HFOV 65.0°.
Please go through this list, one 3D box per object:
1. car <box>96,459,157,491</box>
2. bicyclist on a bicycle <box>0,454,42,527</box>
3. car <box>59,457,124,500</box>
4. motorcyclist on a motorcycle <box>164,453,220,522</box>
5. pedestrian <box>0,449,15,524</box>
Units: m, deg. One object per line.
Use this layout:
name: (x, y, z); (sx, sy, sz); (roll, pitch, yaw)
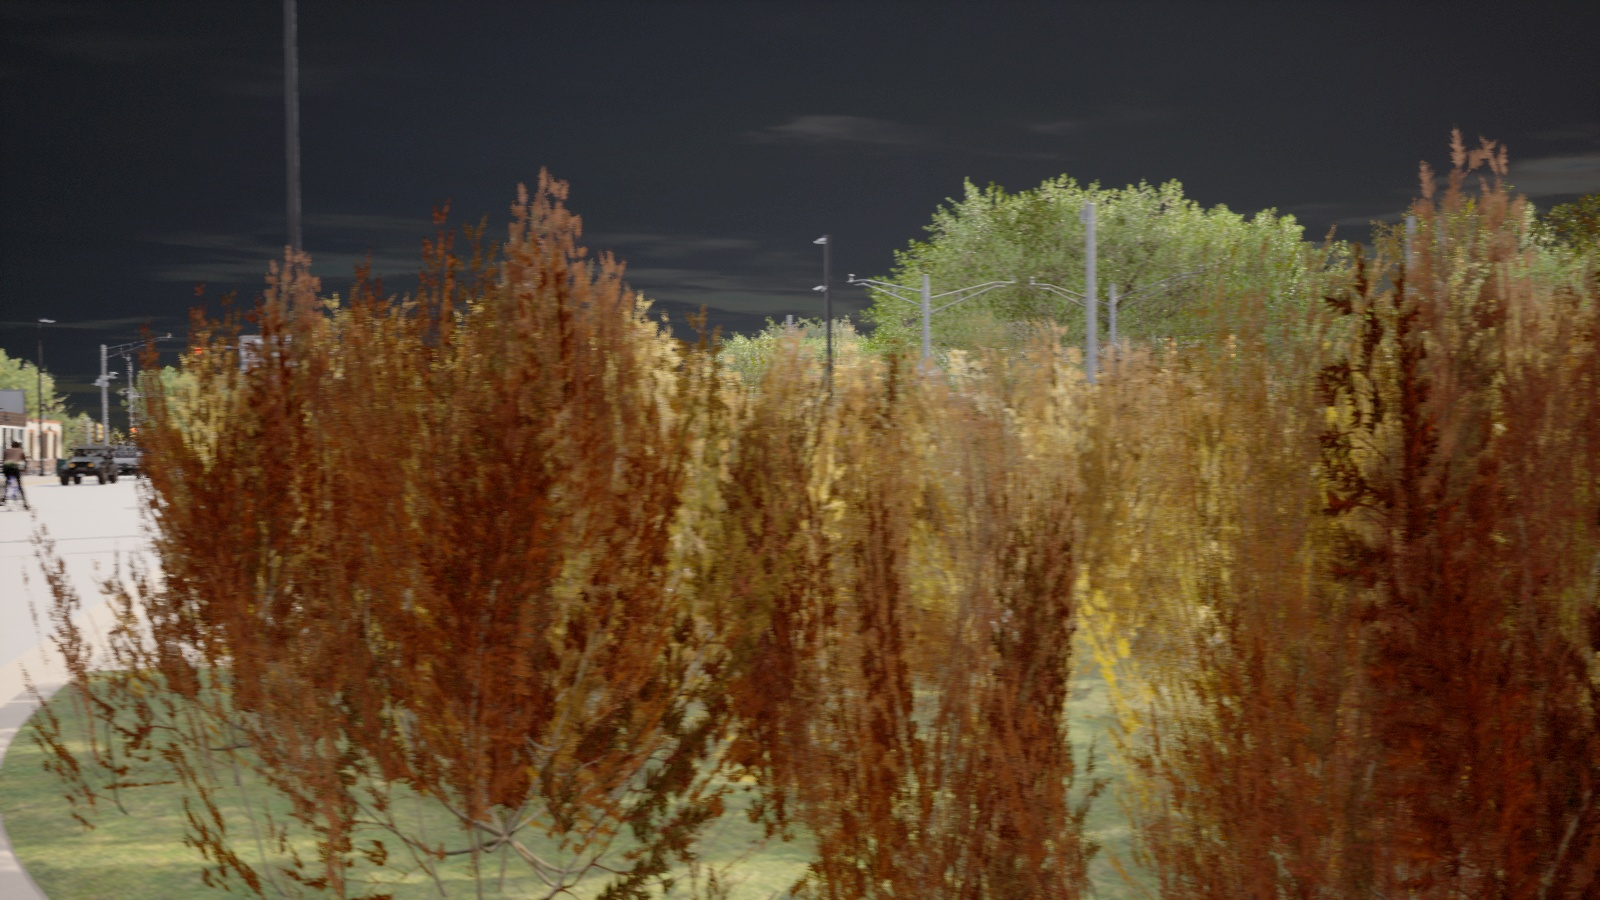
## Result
car: (-37.139, 1.346, 69.395); (2.152, 1.651, 5.027); (-2, 1, -19)
bicyclist on a bicycle: (-18.011, 0.941, 28.940); (0.582, 1.620, 1.656); (-2, -1, -21)
car: (-34.065, 1.335, 60.479); (1.905, 1.878, 3.866); (-2, 0, -17)
motorcyclist on a motorcycle: (-14.409, 0.887, 29.833); (0.866, 1.530, 2.191); (-2, -1, -18)
pedestrian: (-20.833, 0.947, 32.562); (0.666, 1.930, 0.402); (-2, 1, -22)
